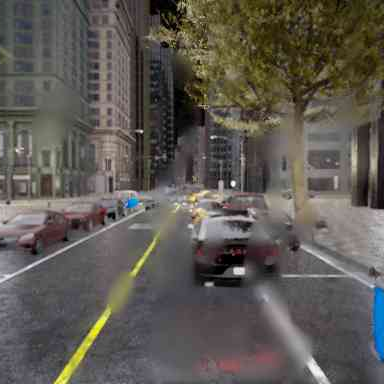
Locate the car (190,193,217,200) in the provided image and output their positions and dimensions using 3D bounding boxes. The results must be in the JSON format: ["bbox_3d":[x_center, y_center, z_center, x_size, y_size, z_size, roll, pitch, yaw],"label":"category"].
[{"bbox_3d":[0.930,1.086,18.983,1.801,1.575,5.366,0,1,0],"label":"car"}]

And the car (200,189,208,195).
[{"bbox_3d":[2.903,-0.014,82.945,1.887,1.381,4.507,0,1,0],"label":"car"}]

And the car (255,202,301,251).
[{"bbox_3d":[2.780,1.303,12.655,2.008,1.369,4.403,0,1,0],"label":"car"}]

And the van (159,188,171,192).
[{"bbox_3d":[-5.677,0.082,66.399,1.690,1.788,3.998,0,1,0],"label":"van"}]

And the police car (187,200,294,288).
[{"bbox_3d":[0.914,1.249,8.904,1.930,1.638,5.238,0,1,0],"label":"police car"}]

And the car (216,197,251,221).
[{"bbox_3d":[2.796,1.094,23.231,1.887,1.381,4.507,0,1,0],"label":"car"}]

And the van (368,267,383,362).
[{"bbox_3d":[2.763,1.298,2.075,1.690,1.788,3.998,0,1,0],"label":"van"}]

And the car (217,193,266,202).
[{"bbox_3d":[2.788,0.965,17.938,2.192,1.841,5.009,0,1,0],"label":"car"}]

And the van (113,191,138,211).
[{"bbox_3d":[-5.721,0.791,28.421,1.690,1.788,3.998,0,1,0],"label":"van"}]

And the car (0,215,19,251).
[{"bbox_3d":[-5.754,1.416,6.776,2.008,1.369,4.403,0,1,0],"label":"car"}]

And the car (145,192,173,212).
[{"bbox_3d":[-3.019,0.987,29.883,1.994,1.385,4.181,0,1,0],"label":"car"}]

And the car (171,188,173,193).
[{"bbox_3d":[-5.667,0.185,71.927,1.887,1.381,4.507,0,1,0],"label":"car"}]

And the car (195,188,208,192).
[{"bbox_3d":[1.946,0.634,43.209,1.882,1.535,5.008,1,2,43],"label":"car"}]

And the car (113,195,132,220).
[{"bbox_3d":[-5.729,1.119,23.014,1.947,1.339,4.313,0,1,0],"label":"car"}]

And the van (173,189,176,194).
[{"bbox_3d":[-5.649,-0.219,82.971,1.690,1.788,3.998,0,1,0],"label":"van"}]

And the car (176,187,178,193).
[{"bbox_3d":[-5.629,-0.177,94.024,1.802,1.307,4.206,0,1,0],"label":"car"}]

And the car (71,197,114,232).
[{"bbox_3d":[-5.737,1.201,17.601,1.887,1.381,4.507,0,1,0],"label":"car"}]

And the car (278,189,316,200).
[{"bbox_3d":[14.362,0.358,45.504,4.902,1.511,2.128,-1,1,1],"label":"car"}]

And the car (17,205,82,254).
[{"bbox_3d":[-5.745,1.342,12.189,1.802,1.307,4.206,0,1,0],"label":"car"}]
